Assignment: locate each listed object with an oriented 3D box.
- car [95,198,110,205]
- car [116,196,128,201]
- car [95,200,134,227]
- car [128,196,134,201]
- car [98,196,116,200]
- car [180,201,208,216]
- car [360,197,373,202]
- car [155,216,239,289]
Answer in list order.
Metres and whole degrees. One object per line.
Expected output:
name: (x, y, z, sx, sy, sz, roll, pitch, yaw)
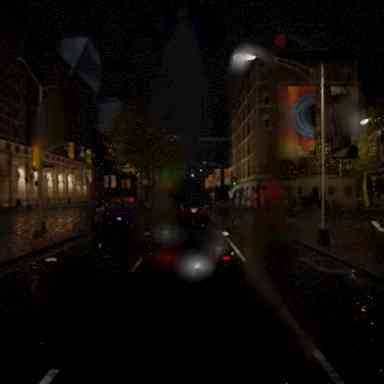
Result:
car: (-18.133, 1.881, 67.591, 1.895, 1.301, 4.718, 0, 0, 0)
car: (-14.886, 1.637, 66.676, 2.097, 1.767, 4.553, 0, 0, 0)
car: (-5.676, 1.579, 23.663, 1.882, 1.535, 5.008, 1, -1, -23)
car: (-14.867, 1.683, 76.936, 2.097, 1.767, 4.553, 0, 0, 0)
car: (-14.920, 1.746, 56.831, 1.837, 1.490, 4.892, 0, 0, 1)
car: (0.143, 1.468, 26.784, 2.097, 1.767, 4.553, 0, 0, 0)
car: (34.564, 1.789, 68.894, 2.231, 1.521, 4.892, 0, 0, 0)
car: (0.117, 1.604, 9.293, 1.994, 1.385, 4.181, 0, 0, 0)
